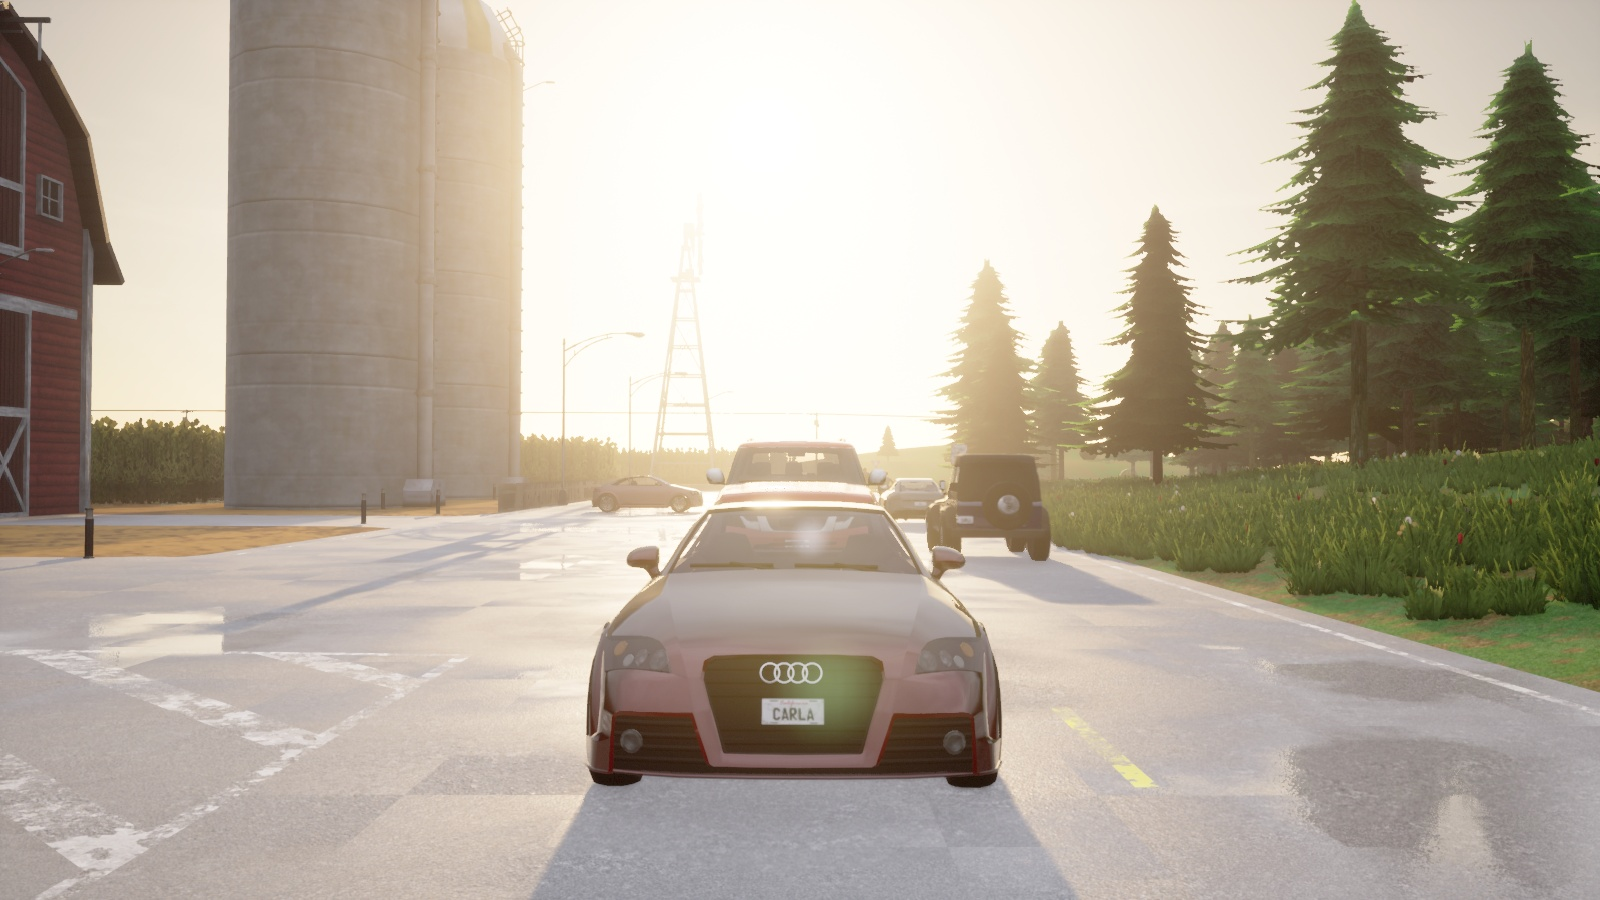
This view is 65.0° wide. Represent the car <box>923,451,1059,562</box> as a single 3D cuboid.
[{"bbox_3d":[3.439,0.986,23.263,1.905,1.878,3.866,0,-1,0],"label":"car"}]

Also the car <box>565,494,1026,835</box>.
[{"bbox_3d":[-0.017,1.005,7.538,1.994,1.385,4.181,0,-1,0],"label":"car"}]

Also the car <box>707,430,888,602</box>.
[{"bbox_3d":[-0.049,0.831,17.781,2.150,2.045,5.566,0,-1,0],"label":"car"}]

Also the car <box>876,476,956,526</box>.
[{"bbox_3d":[3.403,1.493,37.511,1.994,1.385,4.181,0,-1,0],"label":"car"}]
